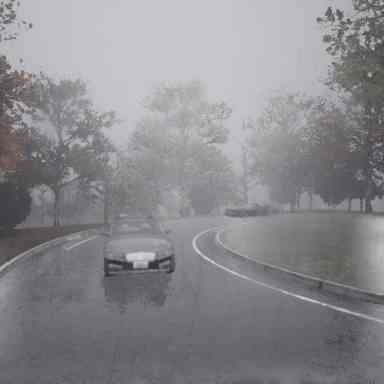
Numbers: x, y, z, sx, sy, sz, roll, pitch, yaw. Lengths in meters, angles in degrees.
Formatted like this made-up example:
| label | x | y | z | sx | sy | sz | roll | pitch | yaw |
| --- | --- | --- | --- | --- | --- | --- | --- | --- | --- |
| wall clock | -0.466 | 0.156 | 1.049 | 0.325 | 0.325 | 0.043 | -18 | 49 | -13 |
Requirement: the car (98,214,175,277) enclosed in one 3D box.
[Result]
| label | x | y | z | sx | sy | sz | roll | pitch | yaw |
| --- | --- | --- | --- | --- | --- | --- | --- | --- | --- |
| car | -1.792 | 1.491 | 10.420 | 2.128 | 1.511 | 4.902 | 0 | 0 | -13 |

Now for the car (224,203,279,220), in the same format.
| label | x | y | z | sx | sy | sz | roll | pitch | yaw |
| --- | --- | --- | --- | --- | --- | --- | --- | --- | --- |
| car | 5.036 | 1.601 | 28.275 | 4.718 | 1.301 | 1.895 | 0 | 0 | -31 |
